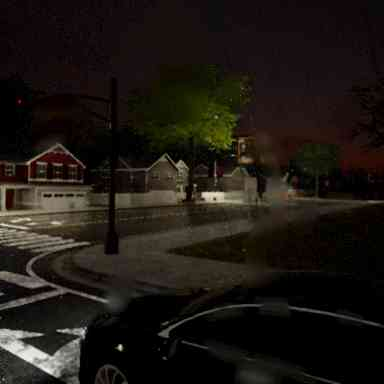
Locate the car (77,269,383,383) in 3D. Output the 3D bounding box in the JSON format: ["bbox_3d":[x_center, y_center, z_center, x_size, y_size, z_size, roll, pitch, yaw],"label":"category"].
[{"bbox_3d":[0.983,1.503,2.984,4.892,1.490,1.837,0,0,35],"label":"car"}]
